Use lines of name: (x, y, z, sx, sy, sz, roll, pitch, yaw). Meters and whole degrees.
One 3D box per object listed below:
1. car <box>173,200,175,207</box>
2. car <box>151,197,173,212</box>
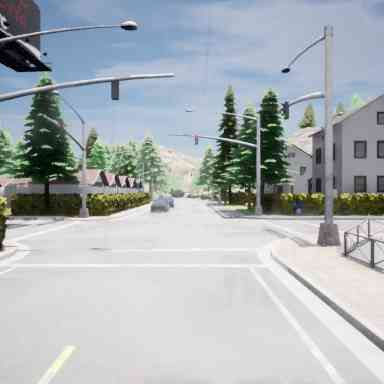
car: (-3.609, 1.477, 48.761, 1.882, 1.535, 5.008, 0, 0, 0)
car: (-3.621, 1.547, 38.478, 2.033, 1.411, 5.357, 0, 0, 0)
